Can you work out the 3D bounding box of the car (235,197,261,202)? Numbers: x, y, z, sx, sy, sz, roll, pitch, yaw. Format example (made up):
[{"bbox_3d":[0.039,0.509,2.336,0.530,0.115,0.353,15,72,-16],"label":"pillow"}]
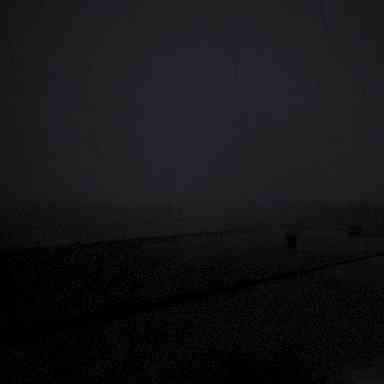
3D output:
[{"bbox_3d":[10.059,1.562,60.433,2.033,1.411,5.357,0,0,-35],"label":"car"}]

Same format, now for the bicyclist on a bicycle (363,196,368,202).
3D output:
[{"bbox_3d":[24.700,1.347,47.290,1.656,1.620,0.582,0,0,-35],"label":"bicyclist on a bicycle"}]

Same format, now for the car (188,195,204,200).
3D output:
[{"bbox_3d":[0.981,1.403,66.281,2.097,1.767,4.553,0,0,-35],"label":"car"}]
